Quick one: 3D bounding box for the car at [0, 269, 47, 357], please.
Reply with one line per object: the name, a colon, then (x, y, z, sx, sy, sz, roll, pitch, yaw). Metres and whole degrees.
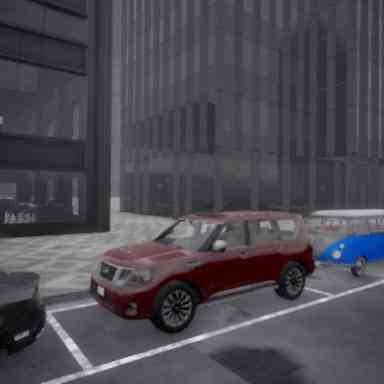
car: (-4.039, 1.539, 3.765, 4.403, 1.369, 2.008, 1, 0, -36)

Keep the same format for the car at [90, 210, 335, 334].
car: (0.528, 1.356, 7.024, 5.009, 1.841, 2.192, 1, 0, -36)

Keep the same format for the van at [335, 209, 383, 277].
van: (5.093, 1.435, 10.282, 3.998, 1.788, 1.690, 1, 0, -36)
